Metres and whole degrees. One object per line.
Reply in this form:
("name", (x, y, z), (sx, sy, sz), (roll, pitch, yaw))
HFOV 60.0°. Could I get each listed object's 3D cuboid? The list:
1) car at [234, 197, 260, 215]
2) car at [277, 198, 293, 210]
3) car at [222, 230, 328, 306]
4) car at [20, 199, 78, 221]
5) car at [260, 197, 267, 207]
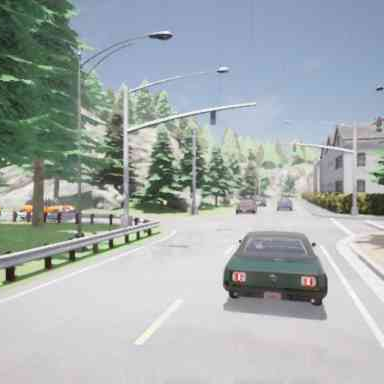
("car", (5.546, 1.500, 33.723), (1.812, 1.442, 4.674), (0, 0, 15))
("car", (11.649, 1.514, 41.770), (2.033, 1.411, 5.357), (0, 0, 16))
("car", (2.059, 1.594, 8.143), (1.895, 1.301, 4.718), (0, 0, 16))
("car", (-11.483, 1.351, 26.904), (4.553, 1.767, 2.097), (0, 0, 16))
("car", (10.188, 1.454, 50.066), (2.128, 1.511, 4.902), (0, 0, 16))
